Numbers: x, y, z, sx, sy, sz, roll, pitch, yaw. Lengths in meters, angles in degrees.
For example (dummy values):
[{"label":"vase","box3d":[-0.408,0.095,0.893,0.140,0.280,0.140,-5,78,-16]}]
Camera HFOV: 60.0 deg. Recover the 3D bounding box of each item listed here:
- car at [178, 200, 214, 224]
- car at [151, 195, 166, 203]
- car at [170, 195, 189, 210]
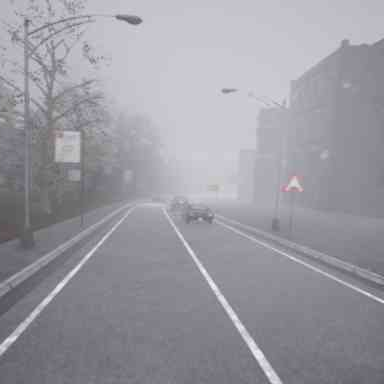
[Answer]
[{"label":"car","box3d":[0.299,1.532,24.519,1.895,1.301,4.718,2,0,-7]},{"label":"car","box3d":[-5.450,1.107,54.626,1.895,1.301,4.718,3,1,2]},{"label":"car","box3d":[-1.376,1.183,38.464,2.097,1.767,4.553,2,0,-5]}]
